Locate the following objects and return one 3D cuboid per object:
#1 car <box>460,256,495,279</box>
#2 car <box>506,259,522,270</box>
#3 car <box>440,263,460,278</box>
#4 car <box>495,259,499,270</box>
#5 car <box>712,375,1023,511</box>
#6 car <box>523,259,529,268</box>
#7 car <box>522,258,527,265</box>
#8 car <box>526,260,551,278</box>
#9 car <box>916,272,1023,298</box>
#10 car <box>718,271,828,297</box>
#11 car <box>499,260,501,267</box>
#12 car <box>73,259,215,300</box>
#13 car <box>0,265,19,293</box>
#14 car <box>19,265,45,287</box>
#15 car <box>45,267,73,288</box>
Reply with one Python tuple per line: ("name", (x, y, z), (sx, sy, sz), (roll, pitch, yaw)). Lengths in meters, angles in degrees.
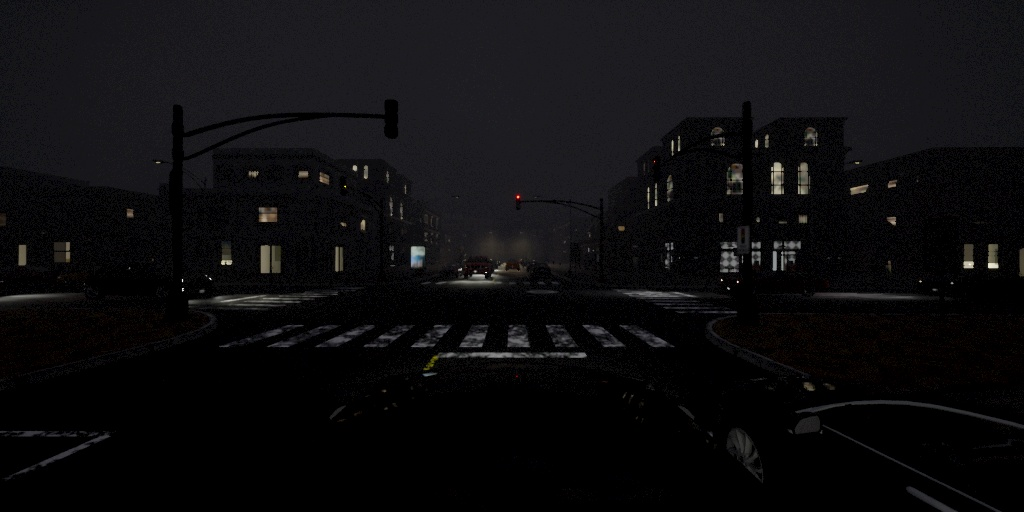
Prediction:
("car", (-3.118, 0.974, 33.533), (2.150, 2.045, 5.566), (0, 0, 1))
("car", (0.089, 1.233, 51.858), (1.882, 1.535, 5.008), (0, 0, 0))
("car", (-5.696, 1.335, 33.995), (1.802, 1.307, 4.207), (0, 0, 0))
("car", (-3.102, 1.245, 43.595), (2.128, 1.511, 4.902), (0, 0, 1))
("car", (2.691, 1.300, 1.594), (2.007, 1.370, 4.403), (0, 0, 0))
("car", (2.682, 1.336, 45.026), (1.802, 1.307, 4.207), (0, 0, 0))
("car", (2.679, 1.309, 61.593), (2.007, 1.370, 4.403), (0, 0, 0))
("car", (2.684, 1.318, 33.984), (1.948, 1.339, 4.313), (0, 0, 0))
("car", (24.665, 1.485, 19.024), (4.718, 1.301, 1.895), (0, 0, 1))
("car", (13.798, 1.432, 19.183), (4.718, 1.301, 1.895), (0, 0, 1))
("car", (-3.102, 1.320, 53.644), (1.994, 1.385, 4.181), (0, 0, 0))
("car", (-16.484, 1.028, 16.481), (4.553, 1.767, 2.097), (0, 0, 0))
("car", (-26.662, 1.137, 16.604), (4.892, 1.490, 1.837), (0, 0, 1))
("car", (-30.824, 1.228, 22.455), (4.207, 1.307, 1.802), (0, 0, 1))
("car", (-25.458, 1.195, 22.373), (4.829, 1.417, 1.751), (0, 0, 1))
